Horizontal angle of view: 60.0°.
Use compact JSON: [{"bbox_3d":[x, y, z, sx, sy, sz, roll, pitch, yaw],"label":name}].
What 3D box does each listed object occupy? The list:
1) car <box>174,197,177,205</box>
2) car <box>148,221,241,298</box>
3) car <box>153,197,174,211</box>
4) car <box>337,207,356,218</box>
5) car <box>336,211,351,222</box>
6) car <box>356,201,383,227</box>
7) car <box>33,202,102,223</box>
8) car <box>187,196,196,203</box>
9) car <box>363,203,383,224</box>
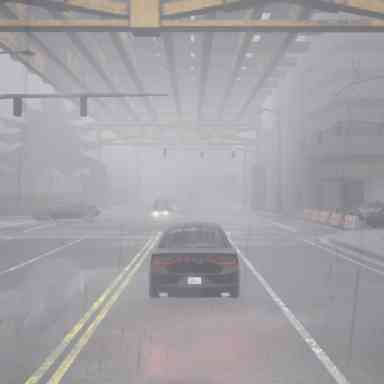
[{"bbox_3d":[-3.663,1.601,58.465,1.895,1.301,4.718,0,0,0],"label":"car"},{"bbox_3d":[0.054,1.478,8.590,1.882,1.535,5.008,0,0,0],"label":"car"},{"bbox_3d":[-3.685,1.492,40.794,2.128,1.511,4.902,0,0,0],"label":"car"},{"bbox_3d":[13.581,1.295,25.032,4.536,1.218,1.853,0,0,25],"label":"car"},{"bbox_3d":[13.534,1.453,25.053,4.974,1.542,2.038,0,0,25],"label":"car"},{"bbox_3d":[13.217,1.453,20.894,4.974,1.542,2.038,0,0,-20],"label":"car"},{"bbox_3d":[-9.384,1.491,25.251,4.902,1.511,2.128,0,1,-15],"label":"car"},{"bbox_3d":[-0.047,1.492,66.397,2.128,1.511,4.902,0,0,0],"label":"car"},{"bbox_3d":[13.265,1.295,20.912,4.536,1.218,1.853,0,0,-20],"label":"car"}]
